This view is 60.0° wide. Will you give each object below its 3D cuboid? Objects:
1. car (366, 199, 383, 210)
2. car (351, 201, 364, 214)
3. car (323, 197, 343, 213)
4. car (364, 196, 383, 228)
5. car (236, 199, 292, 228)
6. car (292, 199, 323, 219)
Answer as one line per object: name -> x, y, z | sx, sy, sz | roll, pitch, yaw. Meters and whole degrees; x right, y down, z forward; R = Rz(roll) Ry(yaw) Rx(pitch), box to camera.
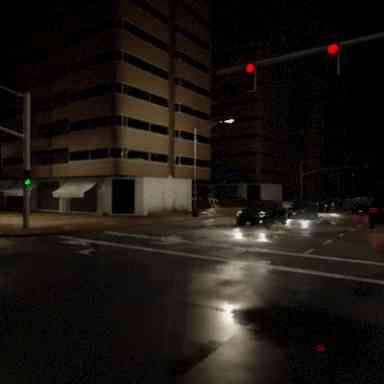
car -> 24.340, 1.630, 43.807 | 1.895, 1.301, 4.718 | 0, 0, 35
car -> 18.062, 1.631, 34.901 | 1.895, 1.301, 4.718 | 0, 0, 35
car -> 15.644, 1.369, 37.863 | 2.097, 1.767, 4.553 | 0, 0, 35
car -> 13.086, 1.264, 21.818 | 2.150, 2.045, 5.566 | 0, 0, 36
car -> 4.751, 1.370, 22.440 | 2.097, 1.767, 4.553 | 0, 0, 35
car -> 9.875, 1.543, 29.690 | 1.812, 1.442, 4.674 | 0, 0, 35
